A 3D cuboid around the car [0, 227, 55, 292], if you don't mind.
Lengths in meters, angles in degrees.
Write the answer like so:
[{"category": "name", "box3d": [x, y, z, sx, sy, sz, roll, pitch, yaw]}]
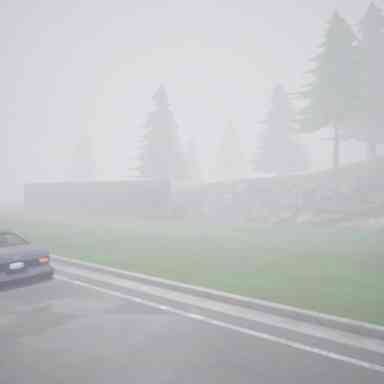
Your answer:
[{"category": "car", "box3d": [-5.578, 1.554, 8.347, 5.357, 1.411, 2.033, 0, 0, 38]}]
